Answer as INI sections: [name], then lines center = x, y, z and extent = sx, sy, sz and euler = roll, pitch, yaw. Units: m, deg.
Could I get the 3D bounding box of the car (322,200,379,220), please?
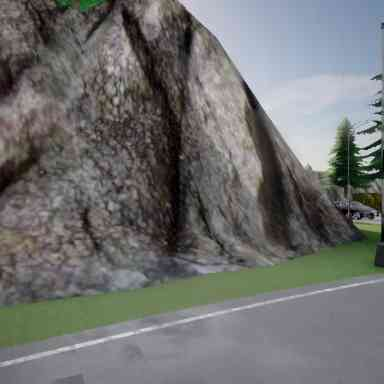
[car]
center = 13.446, 1.492, 28.490
extent = 2.128, 1.511, 4.902
euler = 0, 0, -25
